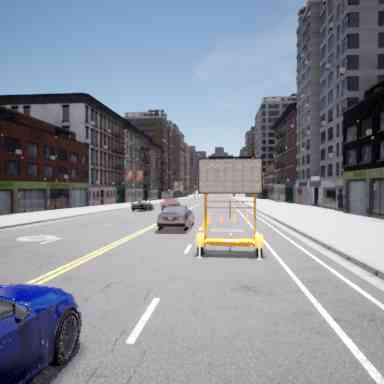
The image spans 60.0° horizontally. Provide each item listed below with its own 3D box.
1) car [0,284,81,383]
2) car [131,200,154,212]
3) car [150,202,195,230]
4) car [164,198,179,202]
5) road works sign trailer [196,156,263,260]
[{"bbox_3d":[-2.653,1.525,2.900,1.812,1.442,4.674,0,0,5],"label":"car"},{"bbox_3d":[-5.901,1.653,39.986,1.895,1.301,4.718,0,0,5],"label":"car"},{"bbox_3d":[-0.947,1.564,21.090,2.033,1.411,5.357,0,0,5],"label":"car"},{"bbox_3d":[-2.587,1.532,40.519,1.882,1.535,5.008,0,0,5],"label":"car"},{"bbox_3d":[1.438,0.471,12.530,2.380,3.560,2.880,0,0,8],"label":"road works sign trailer"}]
